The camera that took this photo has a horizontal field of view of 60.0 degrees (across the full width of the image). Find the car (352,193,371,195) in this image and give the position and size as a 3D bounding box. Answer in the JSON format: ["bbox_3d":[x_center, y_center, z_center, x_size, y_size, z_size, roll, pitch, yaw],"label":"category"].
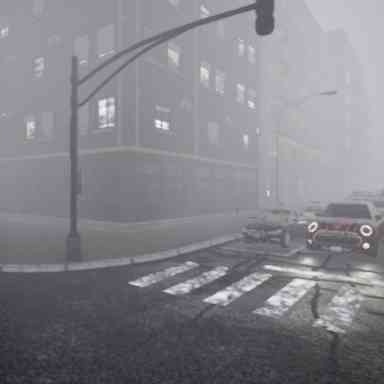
[{"bbox_3d":[13.089,1.078,27.238,1.887,1.381,4.507,1,2,35],"label":"car"}]

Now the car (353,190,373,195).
[{"bbox_3d":[16.278,0.772,31.799,2.192,1.841,5.009,1,2,35],"label":"car"}]

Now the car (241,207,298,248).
[{"bbox_3d":[3.530,1.315,13.542,2.008,1.369,4.403,1,2,35],"label":"car"}]

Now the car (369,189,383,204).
[{"bbox_3d":[25.837,0.544,45.494,2.192,1.841,5.009,1,2,35],"label":"car"}]

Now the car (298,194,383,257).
[{"bbox_3d":[5.681,1.132,12.080,2.097,1.767,4.553,0,1,34],"label":"car"}]

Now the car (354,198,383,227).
[{"bbox_3d":[11.681,1.181,20.706,2.033,1.411,5.357,0,1,35],"label":"car"}]

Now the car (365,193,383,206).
[{"bbox_3d":[22.551,0.832,40.794,1.752,1.417,4.829,1,2,35],"label":"car"}]

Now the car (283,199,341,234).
[{"bbox_3d":[6.619,1.215,17.967,1.752,1.417,4.829,1,2,35],"label":"car"}]

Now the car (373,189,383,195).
[{"bbox_3d":[17.769,0.709,29.417,2.150,2.045,5.566,0,1,35],"label":"car"}]
